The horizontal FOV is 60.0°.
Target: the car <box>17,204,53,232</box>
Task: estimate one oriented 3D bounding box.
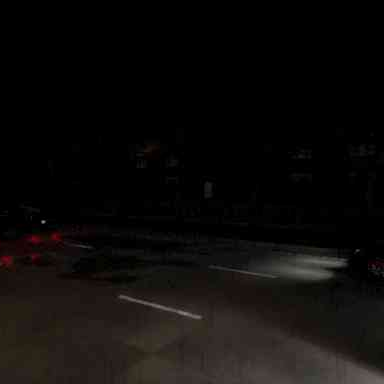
[{"bbox_3d":[-10.123,1.464,19.797,4.674,1.442,1.812,0,0,35],"label":"car"}]

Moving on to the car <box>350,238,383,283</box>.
[{"bbox_3d":[6.393,1.528,8.030,4.674,1.442,1.812,0,0,35],"label":"car"}]

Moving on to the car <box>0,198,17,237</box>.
[{"bbox_3d":[-11.189,1.165,16.275,5.566,2.045,2.150,0,0,35],"label":"car"}]
